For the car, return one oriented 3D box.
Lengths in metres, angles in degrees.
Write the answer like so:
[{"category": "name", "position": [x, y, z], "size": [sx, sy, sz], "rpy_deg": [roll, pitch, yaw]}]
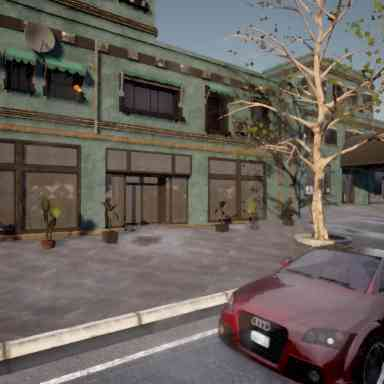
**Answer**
[{"category": "car", "position": [2.427, 1.564, 5.126], "size": [4.181, 1.385, 1.994], "rpy_deg": [0, 0, -36]}]
